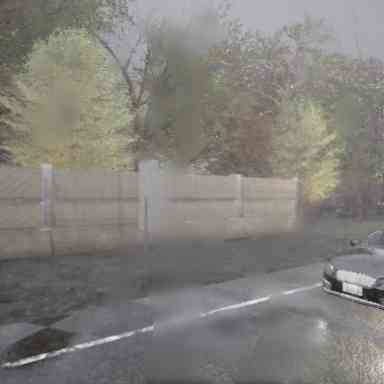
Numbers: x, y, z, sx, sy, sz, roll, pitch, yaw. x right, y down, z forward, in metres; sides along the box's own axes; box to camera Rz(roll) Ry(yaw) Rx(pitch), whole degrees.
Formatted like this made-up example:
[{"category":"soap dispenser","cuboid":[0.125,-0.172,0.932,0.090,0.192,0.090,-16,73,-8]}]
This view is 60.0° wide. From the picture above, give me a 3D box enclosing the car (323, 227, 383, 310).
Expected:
[{"category":"car","cuboid":[4.936,1.546,7.495,4.902,1.511,2.128,1,0,-35]}]
